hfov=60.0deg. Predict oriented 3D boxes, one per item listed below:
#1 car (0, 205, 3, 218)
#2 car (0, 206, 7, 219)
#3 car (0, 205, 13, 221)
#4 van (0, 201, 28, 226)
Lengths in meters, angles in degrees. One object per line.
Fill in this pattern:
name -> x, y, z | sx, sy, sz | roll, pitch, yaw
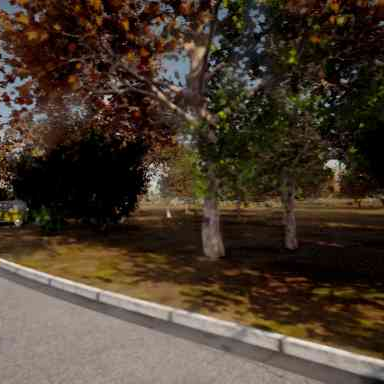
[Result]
car -> -24.030, 2.303, 37.024 | 2.002, 1.452, 4.674 | -2, -1, 33
car -> -22.232, 2.237, 34.672 | 2.002, 1.452, 4.674 | -2, -1, 33
car -> -20.515, 2.127, 32.172 | 1.946, 1.575, 5.366 | -1, 0, 32
van -> -14.975, 1.700, 25.267 | 1.878, 1.987, 4.442 | -2, -1, 31
